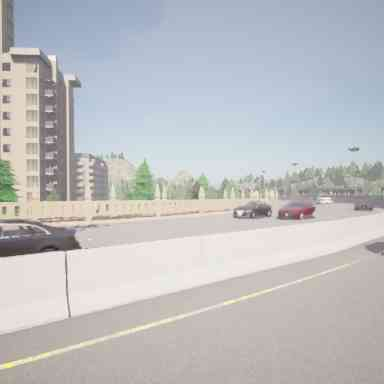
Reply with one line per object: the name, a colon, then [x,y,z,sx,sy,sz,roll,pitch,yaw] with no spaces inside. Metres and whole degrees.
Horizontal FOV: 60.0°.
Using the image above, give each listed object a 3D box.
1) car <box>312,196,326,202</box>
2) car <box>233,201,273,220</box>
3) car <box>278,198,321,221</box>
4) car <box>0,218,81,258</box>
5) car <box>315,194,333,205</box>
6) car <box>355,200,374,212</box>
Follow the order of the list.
car: [31.054,1.698,81.320,1.837,1.490,4.892,0,0,3]
car: [5.410,1.551,29.172,2.128,1.511,4.902,0,0,38]
car: [8.923,1.535,28.014,1.882,1.535,5.008,0,0,37]
car: [-5.500,1.492,8.844,4.902,1.511,2.128,0,0,-38]
car: [25.944,1.477,65.149,2.150,2.045,5.566,0,0,12]
car: [21.354,1.683,41.375,1.994,1.385,4.181,0,0,26]
